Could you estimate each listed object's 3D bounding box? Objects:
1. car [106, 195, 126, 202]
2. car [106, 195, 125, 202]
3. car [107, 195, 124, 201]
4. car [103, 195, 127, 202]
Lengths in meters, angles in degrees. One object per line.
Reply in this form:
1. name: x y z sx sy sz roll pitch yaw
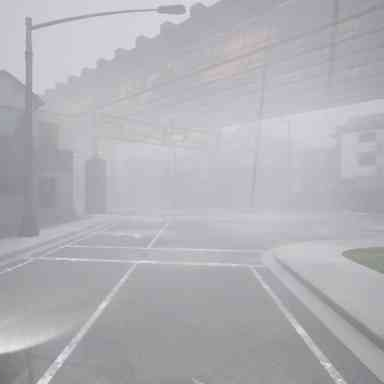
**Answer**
1. car: -16.769 1.295 72.477 4.536 1.218 1.853 0 0 -15
2. car: -17.496 1.453 76.133 2.038 1.542 4.974 0 0 15
3. car: -17.482 1.295 76.183 1.853 1.218 4.536 0 0 15
4. car: -16.819 1.453 72.464 4.974 1.542 2.038 0 0 -15
